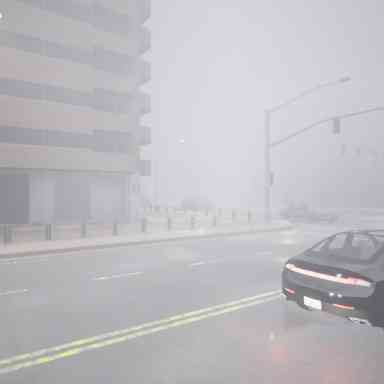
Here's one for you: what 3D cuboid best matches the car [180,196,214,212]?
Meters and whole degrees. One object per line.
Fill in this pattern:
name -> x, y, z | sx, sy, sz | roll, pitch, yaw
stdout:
car -> 0.532, 1.295, 37.778 | 2.097, 1.767, 4.553 | 0, 0, -35

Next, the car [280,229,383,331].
car -> 3.848, 1.492, 6.486 | 4.902, 1.511, 2.128 | 0, 0, -35

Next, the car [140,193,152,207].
car -> -8.090, 1.168, 50.296 | 2.150, 2.045, 5.566 | 0, 0, -34

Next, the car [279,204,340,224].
car -> 8.605, 1.560, 24.711 | 1.895, 1.301, 4.718 | 0, 0, -19
